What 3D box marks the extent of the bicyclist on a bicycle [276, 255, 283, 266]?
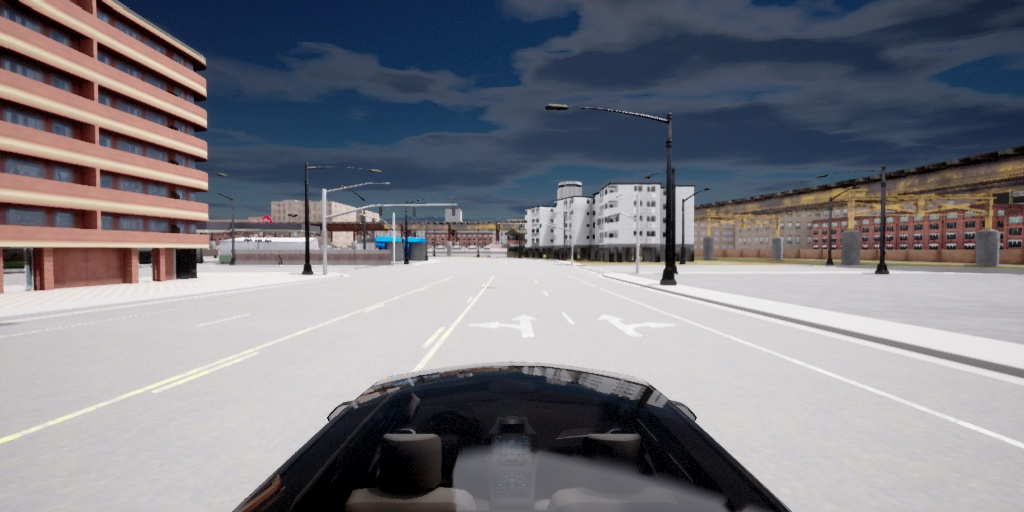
[{"bbox_3d":[-34.636,0.626,53.503,0.582,1.620,1.656,0,1,-1],"label":"bicyclist on a bicycle"}]
